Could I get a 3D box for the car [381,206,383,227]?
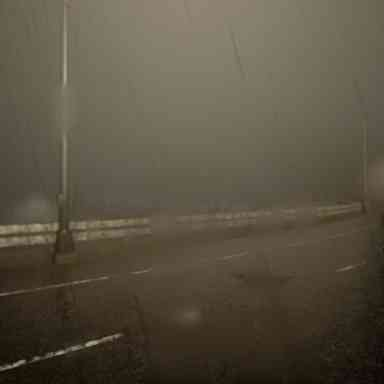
[{"bbox_3d":[14.457,1.312,22.484,2.150,2.045,5.566,0,0,41],"label":"car"}]
